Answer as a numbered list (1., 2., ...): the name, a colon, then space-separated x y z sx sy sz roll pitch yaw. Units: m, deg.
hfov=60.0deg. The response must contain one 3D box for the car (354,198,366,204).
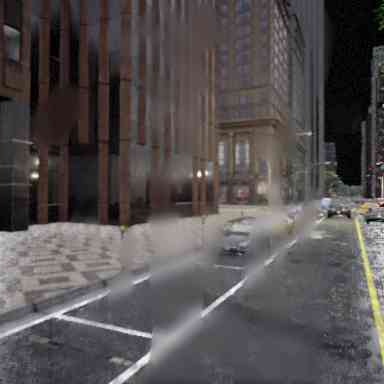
1. car: 39.361 2.345 77.932 1.882 1.535 5.008 0 -1 26

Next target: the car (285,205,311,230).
1. car: 6.890 1.728 23.275 1.967 1.590 4.097 0 -1 26

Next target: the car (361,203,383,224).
1. car: 15.693 1.926 28.154 1.994 1.385 4.181 0 -1 25

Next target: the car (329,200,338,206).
1. car: 34.847 2.574 81.851 1.887 1.381 4.507 0 -1 26

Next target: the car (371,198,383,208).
1. car: 35.515 2.128 63.458 2.192 1.841 5.009 0 -1 26

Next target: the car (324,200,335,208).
1. car: 27.816 2.376 67.119 1.887 1.381 4.507 0 -1 26

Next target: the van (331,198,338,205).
1. van: 37.192 2.436 86.763 1.690 1.788 3.998 0 -1 26

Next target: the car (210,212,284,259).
1. car: 2.129 1.715 13.304 2.008 1.369 4.403 0 -1 26

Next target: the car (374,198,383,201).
1. car: 33.171 2.063 58.548 2.192 1.841 5.009 0 -1 26

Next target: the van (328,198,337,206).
1. van: 32.504 2.304 76.943 1.690 1.788 3.998 0 -1 26

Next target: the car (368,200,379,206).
1. car: 42.544 2.561 78.185 2.008 1.369 4.403 0 -1 26

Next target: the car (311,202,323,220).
1. car: 11.648 1.972 33.243 1.947 1.339 4.313 0 -1 26

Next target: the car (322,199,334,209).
1. car: 25.473 2.207 62.211 1.967 1.590 4.097 0 -1 26

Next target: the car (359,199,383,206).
1. car: 20.379 1.965 38.017 1.882 1.535 5.008 0 0 26

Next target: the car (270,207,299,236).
1. car: 4.436 1.751 18.135 1.752 1.417 4.829 0 -1 26

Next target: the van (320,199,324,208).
1. van: 23.130 2.044 57.302 1.690 1.788 3.998 0 -1 26

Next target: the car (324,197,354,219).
1. car: 15.462 1.659 34.851 2.150 2.045 5.566 0 -1 26
